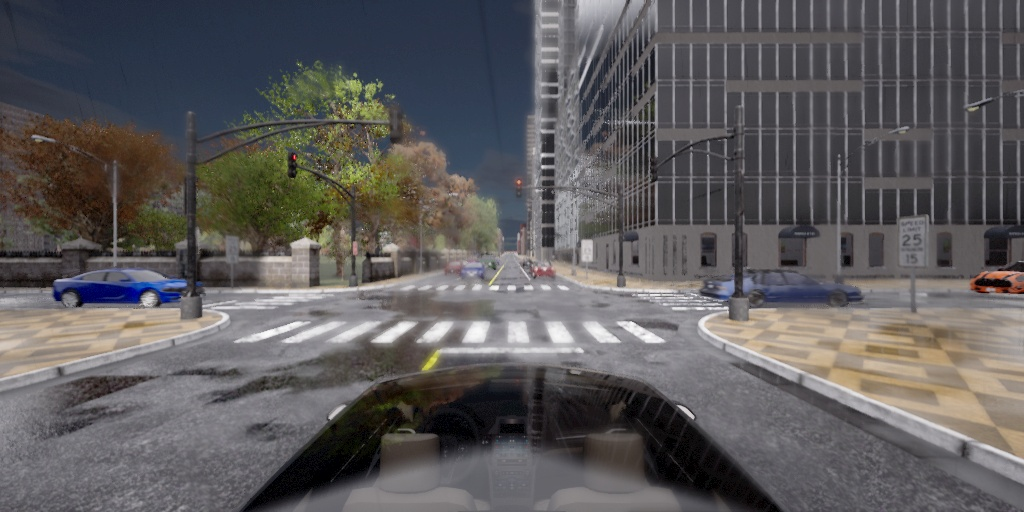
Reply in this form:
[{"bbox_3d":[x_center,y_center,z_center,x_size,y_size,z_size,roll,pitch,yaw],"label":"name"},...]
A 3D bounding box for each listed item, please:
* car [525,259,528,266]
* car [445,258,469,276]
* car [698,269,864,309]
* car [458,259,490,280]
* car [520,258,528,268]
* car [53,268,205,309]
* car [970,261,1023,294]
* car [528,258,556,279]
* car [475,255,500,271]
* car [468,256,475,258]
[{"bbox_3d":[2.645,1.247,36.642,1.948,1.339,4.313,0,0,0],"label":"car"},{"bbox_3d":[-5.736,1.226,36.628,1.888,1.381,4.507,0,0,0],"label":"car"},{"bbox_3d":[10.284,1.230,14.009,5.357,1.411,2.033,0,0,1],"label":"car"},{"bbox_3d":[-3.136,1.219,30.288,1.812,1.442,4.674,0,0,0],"label":"car"},{"bbox_3d":[2.615,1.197,59.367,1.948,1.339,4.313,0,0,0],"label":"car"},{"bbox_3d":[-15.317,1.250,14.515,5.008,1.535,1.882,0,0,1],"label":"car"},{"bbox_3d":[24.760,0.997,16.823,4.553,1.767,2.097,0,0,1],"label":"car"},{"bbox_3d":[2.653,1.132,30.961,1.967,1.591,4.097,0,0,0],"label":"car"},{"bbox_3d":[-3.146,0.880,46.965,2.150,2.045,5.566,0,0,0],"label":"car"},{"bbox_3d":[-5.758,0.960,53.677,2.192,1.841,5.009,0,0,0],"label":"car"}]
